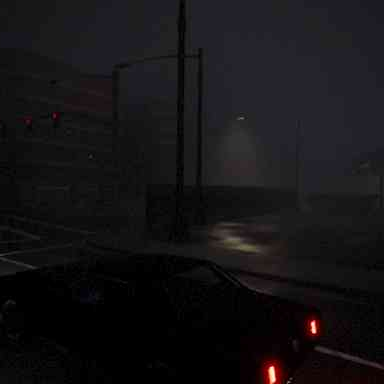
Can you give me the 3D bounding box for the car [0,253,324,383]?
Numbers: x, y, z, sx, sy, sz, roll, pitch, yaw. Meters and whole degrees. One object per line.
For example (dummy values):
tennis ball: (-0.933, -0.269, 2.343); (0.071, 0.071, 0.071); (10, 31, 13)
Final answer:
car: (-0.834, 1.555, 4.662); (4.718, 1.301, 1.895); (1, 1, 36)
